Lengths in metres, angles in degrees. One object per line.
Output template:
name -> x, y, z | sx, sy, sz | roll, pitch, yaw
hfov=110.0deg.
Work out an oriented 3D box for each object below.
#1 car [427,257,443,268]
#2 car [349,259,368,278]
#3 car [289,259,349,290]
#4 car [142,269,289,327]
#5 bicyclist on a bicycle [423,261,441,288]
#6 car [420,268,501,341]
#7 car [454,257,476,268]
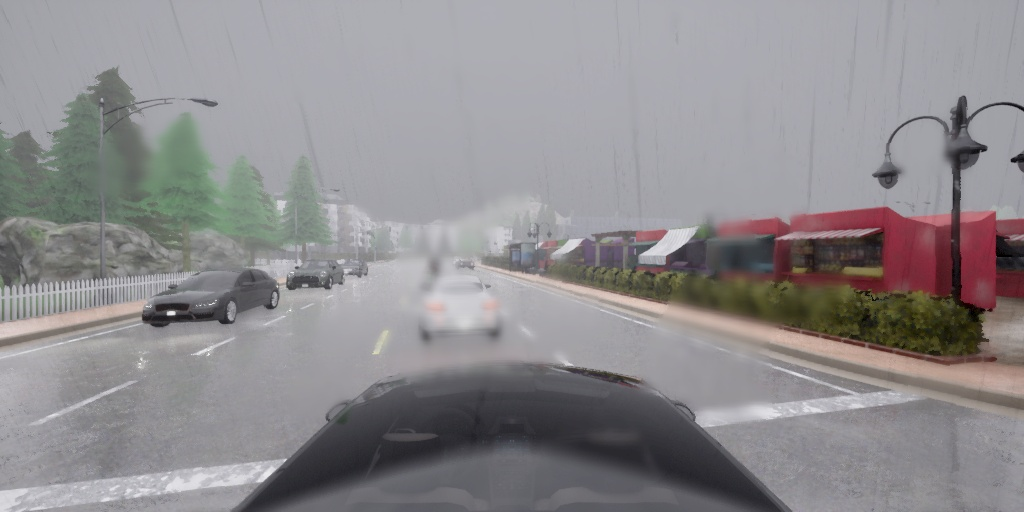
car -> -10.858, 0.897, 50.796 | 1.837, 1.490, 4.892 | 0, 0, -13
car -> -13.591, 1.033, 30.683 | 2.128, 1.511, 4.902 | 0, 0, -13
car -> -11.392, 0.965, 21.061 | 2.097, 1.767, 4.553 | 0, 0, -13
car -> -9.188, 1.190, 11.461 | 1.837, 1.490, 4.892 | 0, 0, -13
bicyclist on a bicycle -> -4.310, 1.078, 19.597 | 0.582, 1.620, 1.656 | 0, 1, 25
car -> -1.476, 1.225, 9.748 | 1.812, 1.442, 4.674 | 0, 0, -12
car -> -5.625, 1.046, 43.736 | 1.895, 1.301, 4.718 | 0, 0, -13
